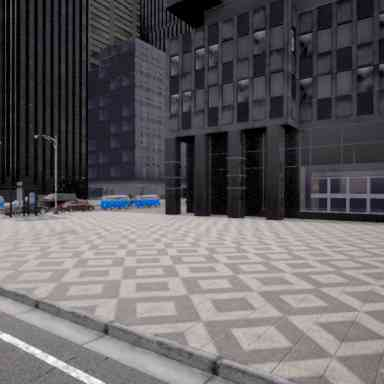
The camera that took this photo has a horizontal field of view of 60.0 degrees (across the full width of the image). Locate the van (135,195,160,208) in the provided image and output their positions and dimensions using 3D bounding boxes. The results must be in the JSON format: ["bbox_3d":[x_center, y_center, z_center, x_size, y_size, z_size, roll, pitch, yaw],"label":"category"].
[{"bbox_3d":[-6.084,1.330,45.778,1.690,1.788,3.998,0,0,35],"label":"van"}]

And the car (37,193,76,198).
[{"bbox_3d":[-16.713,1.198,40.950,2.150,2.045,5.566,0,0,35],"label":"car"}]

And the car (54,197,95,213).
[{"bbox_3d":[-12.670,1.576,36.528,1.802,1.307,4.206,0,0,35],"label":"car"}]

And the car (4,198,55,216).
[{"bbox_3d":[-15.963,1.549,31.903,2.008,1.369,4.403,0,0,35],"label":"car"}]

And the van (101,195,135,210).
[{"bbox_3d":[-9.376,1.332,41.153,1.690,1.788,3.998,0,0,35],"label":"van"}]

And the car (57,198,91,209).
[{"bbox_3d":[-16.323,1.548,46.097,1.802,1.307,4.206,0,0,35],"label":"car"}]

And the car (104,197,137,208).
[{"bbox_3d":[-10.574,1.478,49.558,1.837,1.490,4.892,0,0,36],"label":"car"}]
